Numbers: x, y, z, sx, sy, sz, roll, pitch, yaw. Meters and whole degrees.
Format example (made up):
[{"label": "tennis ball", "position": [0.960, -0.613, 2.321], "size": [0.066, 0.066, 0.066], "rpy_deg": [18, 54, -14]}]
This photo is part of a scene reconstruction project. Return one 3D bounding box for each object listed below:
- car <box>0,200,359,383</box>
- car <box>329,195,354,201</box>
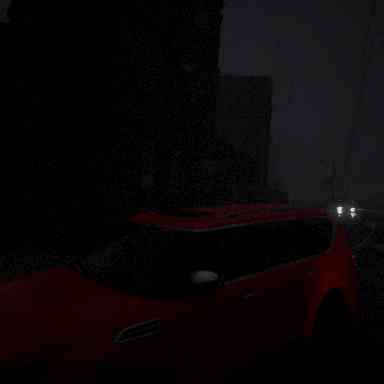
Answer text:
[{"label": "car", "position": [0.028, 1.231, 4.217], "size": [5.566, 2.045, 2.150], "rpy_deg": [0, 0, -40]}, {"label": "car", "position": [18.831, 1.109, 41.998], "size": [1.895, 1.301, 4.718], "rpy_deg": [3, 2, 9]}]
